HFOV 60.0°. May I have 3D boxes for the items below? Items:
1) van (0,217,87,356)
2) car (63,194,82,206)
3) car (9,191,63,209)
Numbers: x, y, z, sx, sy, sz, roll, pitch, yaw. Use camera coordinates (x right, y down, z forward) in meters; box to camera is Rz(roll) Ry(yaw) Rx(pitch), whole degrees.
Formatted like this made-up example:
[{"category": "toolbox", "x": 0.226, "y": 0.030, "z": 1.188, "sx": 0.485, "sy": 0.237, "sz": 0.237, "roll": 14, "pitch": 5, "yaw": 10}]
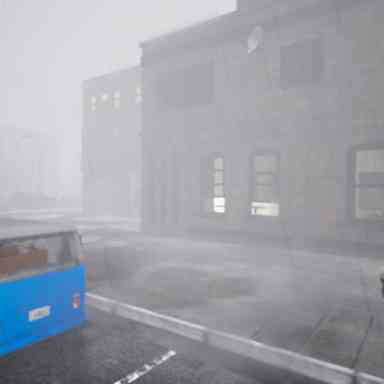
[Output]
[{"category": "van", "x": -3.455, "y": 1.302, "z": 5.336, "sx": 3.998, "sy": 1.788, "sz": 1.690, "roll": 0, "pitch": 1, "yaw": 36}, {"category": "car", "x": -14.099, "y": 0.916, "z": 40.938, "sx": 1.967, "sy": 1.590, "sz": 4.097, "roll": 2, "pitch": 2, "yaw": 34}, {"category": "car", "x": -17.237, "y": 0.858, "z": 36.366, "sx": 2.192, "sy": 1.841, "sz": 5.009, "roll": 2, "pitch": 2, "yaw": 34}]
